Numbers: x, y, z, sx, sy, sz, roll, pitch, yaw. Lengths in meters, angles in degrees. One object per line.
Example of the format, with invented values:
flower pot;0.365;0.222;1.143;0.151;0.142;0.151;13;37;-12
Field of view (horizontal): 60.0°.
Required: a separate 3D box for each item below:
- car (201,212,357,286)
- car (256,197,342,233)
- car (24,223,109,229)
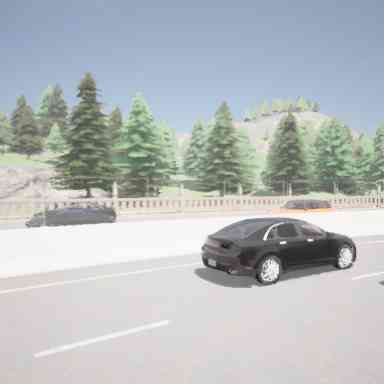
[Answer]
car;2.562;1.451;9.290;4.892;1.490;1.837;0;0;-31
car;6.241;1.240;19.376;4.553;1.767;2.097;0;0;-25
car;-6.016;1.476;16.518;4.181;1.385;1.994;0;0;-32
